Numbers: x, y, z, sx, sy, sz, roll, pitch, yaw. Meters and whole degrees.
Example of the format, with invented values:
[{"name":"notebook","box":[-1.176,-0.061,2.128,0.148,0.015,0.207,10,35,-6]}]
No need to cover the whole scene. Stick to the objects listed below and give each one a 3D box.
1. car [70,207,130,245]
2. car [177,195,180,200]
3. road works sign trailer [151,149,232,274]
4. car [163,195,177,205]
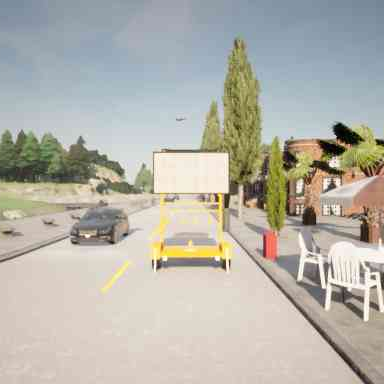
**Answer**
[{"name":"car","box":[-4.134,1.505,15.579,1.837,1.490,4.892,0,0,0]},{"name":"car","box":[-4.193,1.575,90.520,2.033,1.411,5.357,0,0,0]},{"name":"road works sign trailer","box":[-0.022,0.464,10.529,2.380,3.560,2.880,0,0,0]},{"name":"car","box":[-4.205,1.564,57.810,1.994,1.385,4.181,0,0,0]}]
